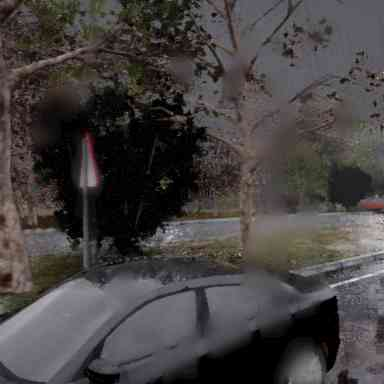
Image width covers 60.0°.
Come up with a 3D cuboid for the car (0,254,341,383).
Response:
[{"bbox_3d":[-0.563,1.476,3.282,5.008,1.535,1.882,0,0,-35],"label":"car"}]

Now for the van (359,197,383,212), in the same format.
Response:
[{"bbox_3d":[25.902,1.751,46.934,1.878,1.987,4.442,2,-1,-35],"label":"van"}]
